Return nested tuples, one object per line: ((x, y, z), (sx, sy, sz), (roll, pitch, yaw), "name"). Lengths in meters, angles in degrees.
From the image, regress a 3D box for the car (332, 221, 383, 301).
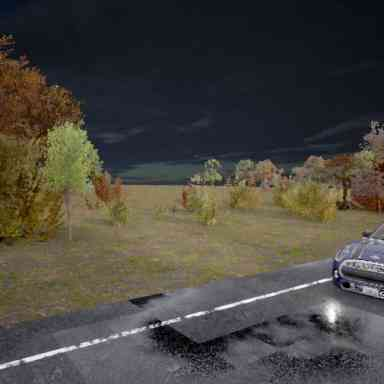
((5.317, 1.351, 7.812), (4.553, 1.767, 2.097), (0, 0, -36), "car")
